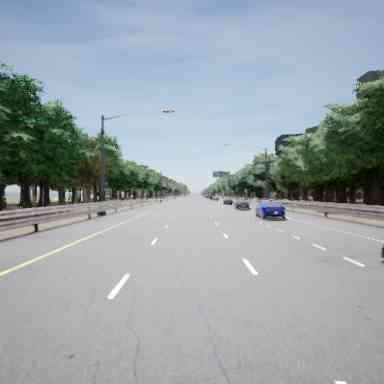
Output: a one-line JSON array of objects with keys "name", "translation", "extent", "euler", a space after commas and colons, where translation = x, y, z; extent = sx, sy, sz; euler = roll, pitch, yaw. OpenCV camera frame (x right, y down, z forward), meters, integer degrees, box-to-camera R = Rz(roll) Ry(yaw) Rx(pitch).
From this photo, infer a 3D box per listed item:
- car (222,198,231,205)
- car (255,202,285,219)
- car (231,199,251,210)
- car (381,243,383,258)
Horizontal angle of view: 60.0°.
[{"name": "car", "translation": [7.239, 1.900, 67.678], "extent": [1.812, 1.442, 4.674], "euler": [0, 0, 0]}, {"name": "car", "translation": [7.046, 1.619, 30.294], "extent": [1.882, 1.535, 5.008], "euler": [0, -1, 0]}, {"name": "car", "translation": [7.117, 1.770, 47.877], "extent": [1.812, 1.442, 4.674], "euler": [0, -1, 0]}, {"name": "car", "translation": [7.002, 1.579, 8.883], "extent": [1.994, 1.385, 4.181], "euler": [0, 0, 0]}]
